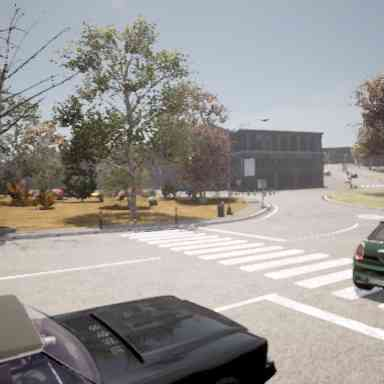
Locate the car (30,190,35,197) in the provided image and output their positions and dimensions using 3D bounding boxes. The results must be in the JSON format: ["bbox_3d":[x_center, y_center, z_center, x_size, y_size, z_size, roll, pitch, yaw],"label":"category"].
[{"bbox_3d":[-35.833,0.268,76.168,1.946,1.575,5.366,0,2,18],"label":"car"}]

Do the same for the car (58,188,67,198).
[{"bbox_3d":[-24.073,0.445,67.157,2.163,1.488,4.792,0,2,17],"label":"car"}]

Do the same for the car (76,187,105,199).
[{"bbox_3d":[-19.335,0.157,63.606,2.435,2.045,5.566,-2,2,17],"label":"car"}]

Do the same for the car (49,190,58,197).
[{"bbox_3d":[-26.435,0.152,68.962,2.435,2.045,5.566,0,2,17],"label":"car"}]

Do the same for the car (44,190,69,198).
[{"bbox_3d":[-28.783,0.380,70.819,2.231,1.521,4.892,-1,2,18],"label":"car"}]

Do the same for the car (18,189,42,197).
[{"bbox_3d":[-38.087,0.222,78.207,2.097,1.535,5.008,0,2,19],"label":"car"}]

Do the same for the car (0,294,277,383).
[{"bbox_3d":[-1.499,1.602,2.674,4.718,1.301,1.895,0,0,-36],"label":"car"}]

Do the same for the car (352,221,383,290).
[{"bbox_3d":[5.848,1.363,7.852,4.553,1.767,2.097,0,0,-34],"label":"car"}]

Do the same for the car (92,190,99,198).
[{"bbox_3d":[-16.996,0.393,61.615,1.946,1.575,5.366,-1,2,17],"label":"car"}]
